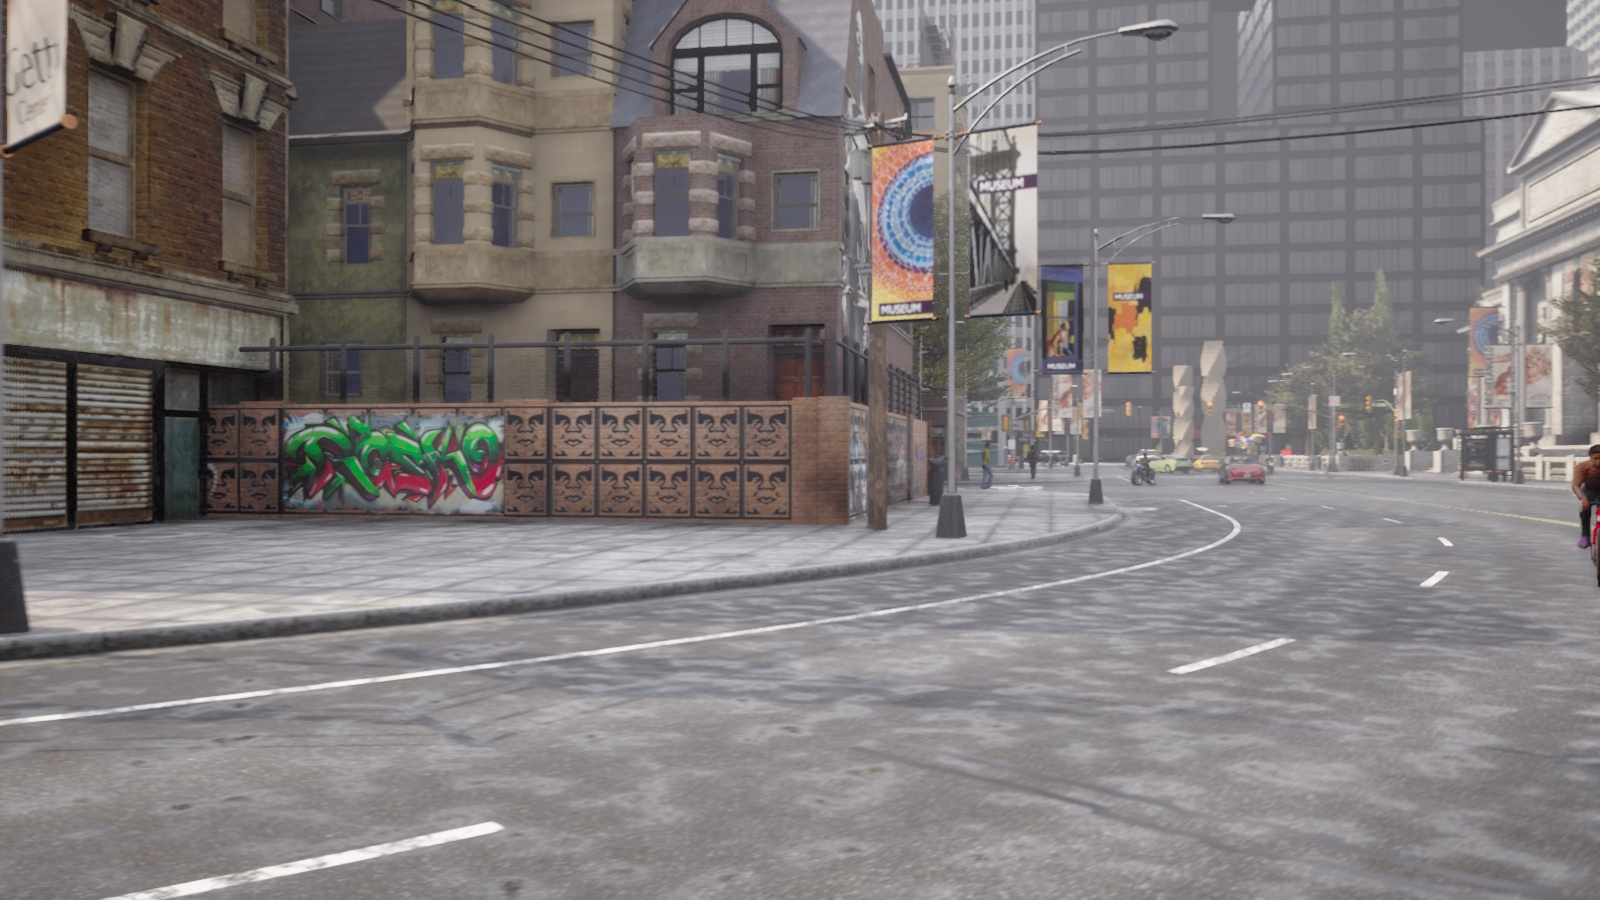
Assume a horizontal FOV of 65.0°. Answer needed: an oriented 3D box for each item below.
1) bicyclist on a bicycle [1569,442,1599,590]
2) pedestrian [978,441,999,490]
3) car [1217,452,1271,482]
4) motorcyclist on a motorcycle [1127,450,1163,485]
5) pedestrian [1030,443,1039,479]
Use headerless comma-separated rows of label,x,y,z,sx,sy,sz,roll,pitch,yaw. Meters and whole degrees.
bicyclist on a bicycle,9.196,0.722,14.432,0.582,1.620,1.656,-1,0,32
pedestrian,7.252,0.592,48.254,0.706,1.836,0.354,0,0,-16
car,22.798,0.848,64.580,2.007,1.525,4.514,0,0,12
motorcyclist on a motorcycle,16.710,0.856,60.806,0.766,1.649,2.350,-2,-1,39
pedestrian,12.629,0.597,67.569,0.395,1.930,0.692,0,0,17
